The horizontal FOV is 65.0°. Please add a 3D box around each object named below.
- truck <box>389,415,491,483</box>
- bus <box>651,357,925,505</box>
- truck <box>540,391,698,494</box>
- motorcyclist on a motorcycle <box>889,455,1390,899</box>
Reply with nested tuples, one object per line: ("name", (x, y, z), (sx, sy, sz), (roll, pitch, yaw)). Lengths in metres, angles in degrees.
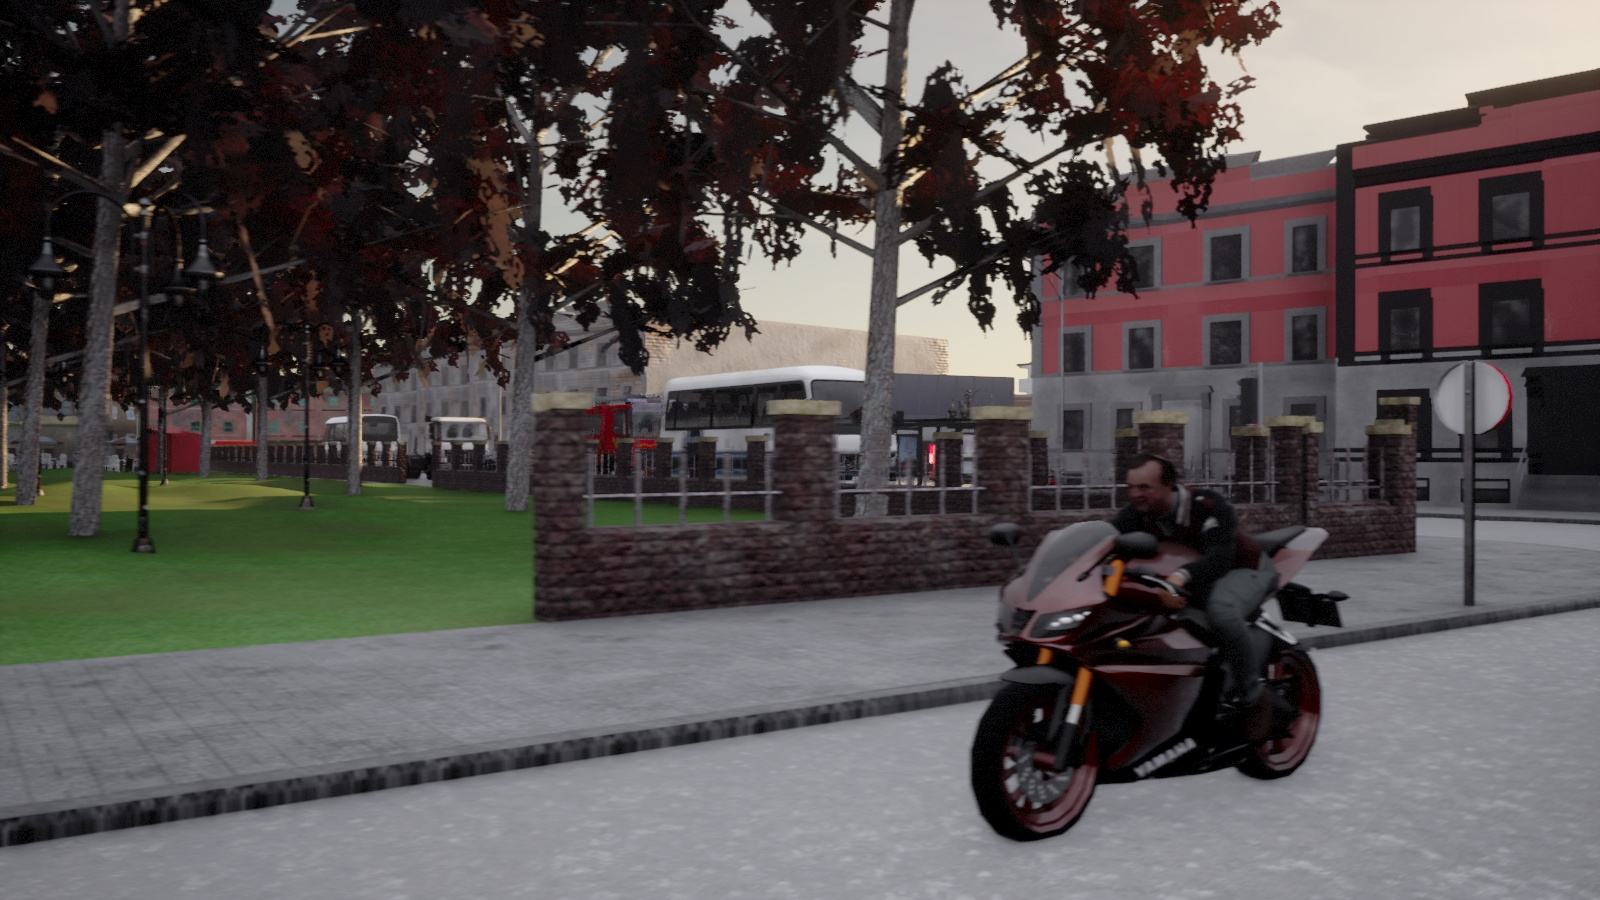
("truck", (-19.733, -0.027, 68.506), (2.891, 3.462, 7.936), (0, 0, -35))
("bus", (-0.730, -0.529, 41.236), (3.944, 4.253, 10.273), (0, 0, -35))
("truck", (-7.520, -0.279, 50.987), (2.891, 3.827, 8.468), (0, 0, -35))
("motorcyclist on a motorcycle", (1.502, 0.790, 5.338), (2.191, 1.530, 0.866), (0, 0, -36))
